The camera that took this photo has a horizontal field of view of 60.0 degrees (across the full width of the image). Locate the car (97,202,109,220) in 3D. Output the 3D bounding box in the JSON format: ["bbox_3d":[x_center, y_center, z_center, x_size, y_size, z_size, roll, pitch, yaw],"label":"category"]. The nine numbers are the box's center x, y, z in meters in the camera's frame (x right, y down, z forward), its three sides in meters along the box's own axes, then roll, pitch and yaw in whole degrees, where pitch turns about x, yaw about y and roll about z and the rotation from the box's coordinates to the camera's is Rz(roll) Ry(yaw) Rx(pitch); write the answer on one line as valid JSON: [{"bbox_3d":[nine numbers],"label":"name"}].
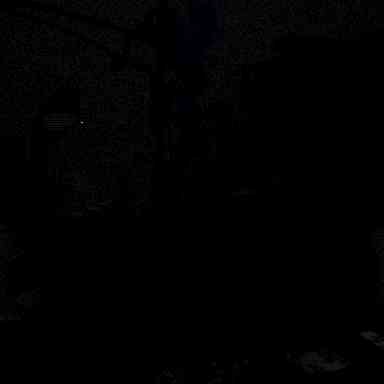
[{"bbox_3d":[-8.939,1.897,30.744,1.802,1.307,4.206,-1,0,-11],"label":"car"}]

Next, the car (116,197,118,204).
[{"bbox_3d":[-15.492,2.203,63.284,2.008,1.369,4.403,-1,0,-11],"label":"car"}]

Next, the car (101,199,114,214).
[{"bbox_3d":[-11.124,1.972,41.590,1.887,1.381,4.507,-1,0,-11],"label":"car"}]

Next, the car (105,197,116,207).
[{"bbox_3d":[-12.218,1.923,47.014,1.967,1.590,4.097,-1,0,-11],"label":"car"}]

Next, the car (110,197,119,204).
[{"bbox_3d":[-20.957,2.249,90.402,2.192,1.841,5.009,-1,0,-11],"label":"car"}]

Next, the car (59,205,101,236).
[{"bbox_3d":[-6.755,1.747,19.897,1.887,1.381,4.507,-1,0,-11],"label":"car"}]

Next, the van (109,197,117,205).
[{"bbox_3d":[-18.773,2.162,79.555,1.690,1.788,3.998,-1,0,-11],"label":"van"}]
